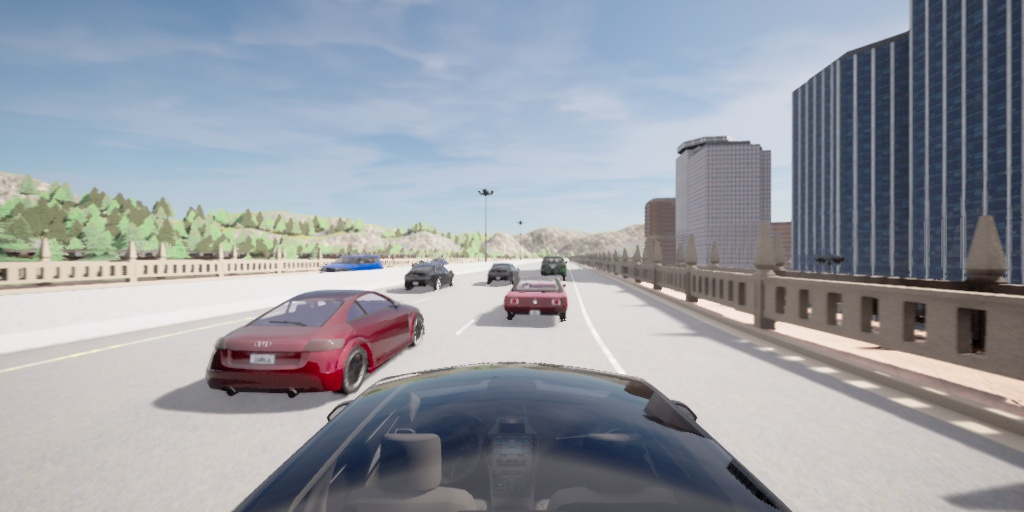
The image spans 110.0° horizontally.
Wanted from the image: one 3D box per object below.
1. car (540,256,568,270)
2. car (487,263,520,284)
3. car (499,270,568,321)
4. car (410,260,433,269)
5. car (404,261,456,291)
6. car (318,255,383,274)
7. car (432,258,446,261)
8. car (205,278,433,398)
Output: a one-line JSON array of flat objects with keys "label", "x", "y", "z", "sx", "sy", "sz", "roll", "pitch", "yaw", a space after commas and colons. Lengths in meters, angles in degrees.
[{"label": "car", "x": 3.712, "y": 1.003, "z": 31.787, "sx": 2.150, "sy": 2.045, "sz": 5.566, "roll": 0, "pitch": 0, "yaw": 8}, {"label": "car", "x": -0.582, "y": 1.257, "z": 26.618, "sx": 1.837, "sy": 1.490, "sz": 4.892, "roll": 0, "pitch": 0, "yaw": 8}, {"label": "car", "x": 0.941, "y": 1.347, "z": 12.531, "sx": 1.895, "sy": 1.301, "sz": 4.718, "roll": 0, "pitch": 0, "yaw": 7}, {"label": "car", "x": -14.043, "y": 1.362, "z": 56.004, "sx": 1.895, "sy": 1.301, "sz": 4.718, "roll": 0, "pitch": 0, "yaw": 9}, {"label": "car", "x": -4.835, "y": 1.232, "z": 21.657, "sx": 1.837, "sy": 1.490, "sz": 4.892, "roll": 0, "pitch": 0, "yaw": 8}, {"label": "car", "x": -11.478, "y": 0.923, "z": 26.054, "sx": 2.150, "sy": 2.045, "sz": 5.566, "roll": 0, "pitch": 0, "yaw": 9}, {"label": "car", "x": -10.977, "y": 1.116, "z": 52.842, "sx": 2.097, "sy": 1.767, "sz": 4.553, "roll": 0, "pitch": 0, "yaw": 9}, {"label": "car", "x": -3.091, "y": 1.294, "z": 6.623, "sx": 1.994, "sy": 1.385, "sz": 4.181, "roll": 0, "pitch": 0, "yaw": 4}]
